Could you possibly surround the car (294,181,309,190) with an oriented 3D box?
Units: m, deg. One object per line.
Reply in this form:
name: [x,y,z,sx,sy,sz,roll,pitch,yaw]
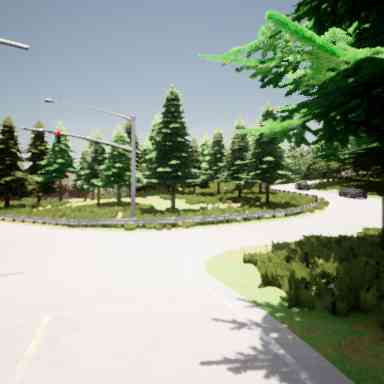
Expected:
car: [18.738,-1.112,56.894,1.837,1.490,4.892,0,5,7]
